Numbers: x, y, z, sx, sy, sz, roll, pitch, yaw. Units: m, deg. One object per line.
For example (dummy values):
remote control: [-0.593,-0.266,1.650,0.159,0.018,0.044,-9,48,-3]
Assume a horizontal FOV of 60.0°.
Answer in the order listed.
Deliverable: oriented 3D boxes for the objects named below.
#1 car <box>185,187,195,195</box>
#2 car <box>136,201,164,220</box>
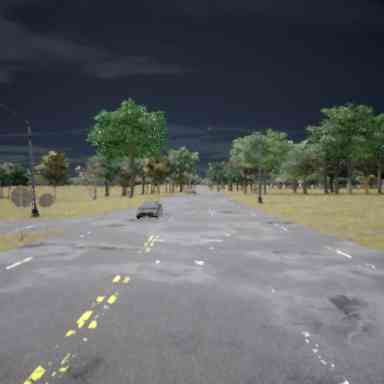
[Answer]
car: [-0.440,-0.320,95.137,2.150,2.045,5.566,0,1,8]
car: [-3.492,1.512,28.382,2.033,1.411,5.357,-1,1,1]
